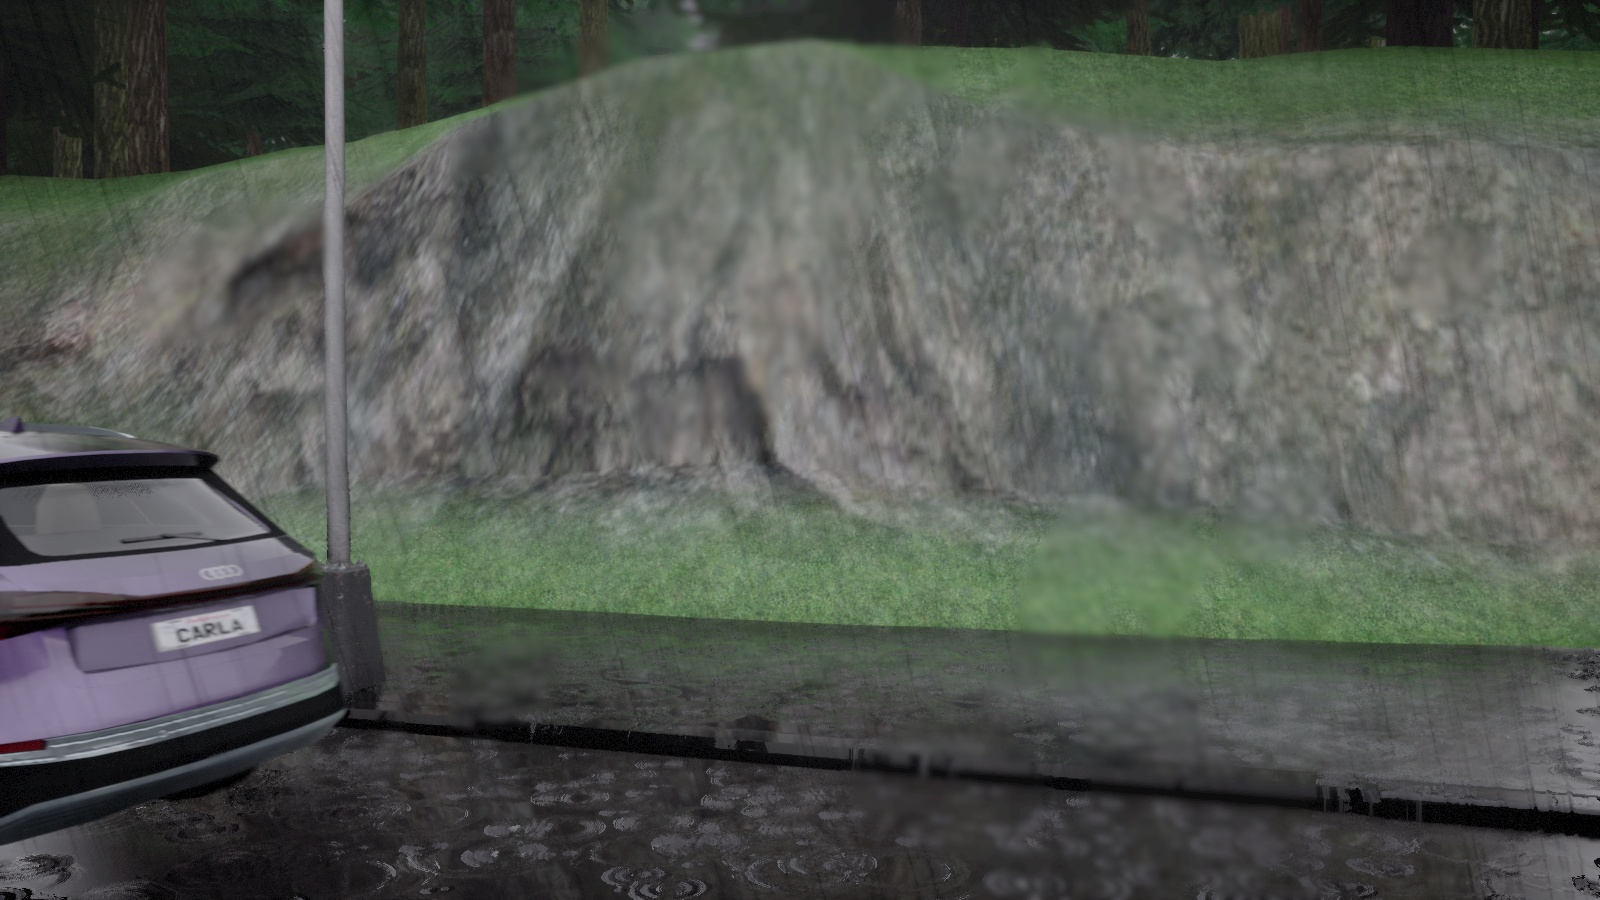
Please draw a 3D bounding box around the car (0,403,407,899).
[{"bbox_3d":[-4.303,0.658,5.167,4.856,1.649,2.033,1,1,19],"label":"car"}]
